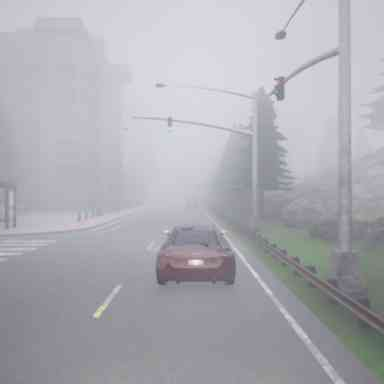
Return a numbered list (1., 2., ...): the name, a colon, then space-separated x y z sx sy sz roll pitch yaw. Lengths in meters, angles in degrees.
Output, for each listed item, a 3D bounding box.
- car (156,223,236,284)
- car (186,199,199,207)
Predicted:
1. car: 0.095 1.597 9.681 1.994 1.385 4.181 0 0 0
2. car: 0.081 1.748 53.666 1.994 1.385 4.181 0 0 0
